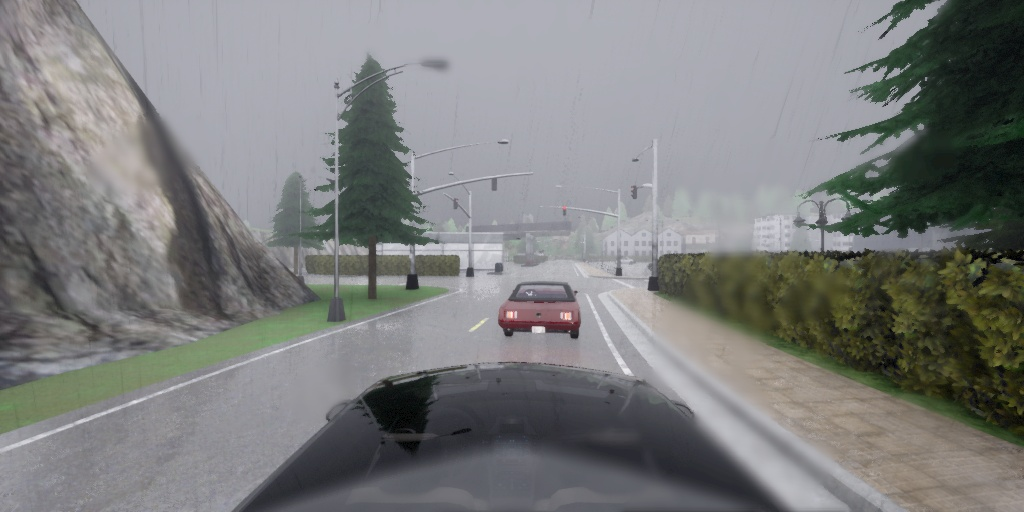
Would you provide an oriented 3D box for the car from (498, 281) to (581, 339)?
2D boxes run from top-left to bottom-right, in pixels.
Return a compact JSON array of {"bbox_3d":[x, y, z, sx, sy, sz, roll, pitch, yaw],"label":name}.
[{"bbox_3d":[0.922,1.352,10.178,1.895,1.301,4.718,0,0,8],"label":"car"}]
